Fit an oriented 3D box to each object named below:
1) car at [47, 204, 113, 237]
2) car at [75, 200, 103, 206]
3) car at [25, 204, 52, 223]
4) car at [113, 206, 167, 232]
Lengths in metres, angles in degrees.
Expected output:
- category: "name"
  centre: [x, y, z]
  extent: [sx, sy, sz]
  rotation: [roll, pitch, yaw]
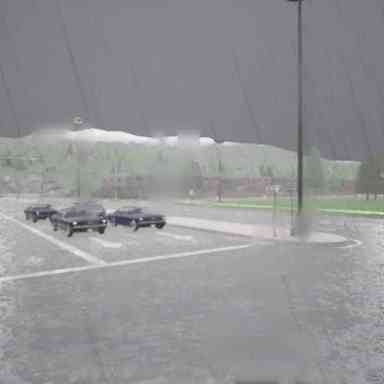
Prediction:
- category: "car"
  centre: [-6.234, 1.569, 18.097]
  extent: [1.895, 1.301, 4.718]
  rotation: [0, 0, -35]
- category: "car"
  centre: [-8.642, 1.439, 27.627]
  extent: [2.128, 1.511, 4.902]
  rotation: [0, 0, -35]
- category: "car"
  centre: [-11.499, 1.569, 25.605]
  extent: [1.895, 1.301, 4.718]
  rotation: [0, 0, -35]
- category: "car"
  centre: [-3.392, 1.549, 20.141]
  extent: [1.895, 1.301, 4.718]
  rotation: [0, 0, -35]
